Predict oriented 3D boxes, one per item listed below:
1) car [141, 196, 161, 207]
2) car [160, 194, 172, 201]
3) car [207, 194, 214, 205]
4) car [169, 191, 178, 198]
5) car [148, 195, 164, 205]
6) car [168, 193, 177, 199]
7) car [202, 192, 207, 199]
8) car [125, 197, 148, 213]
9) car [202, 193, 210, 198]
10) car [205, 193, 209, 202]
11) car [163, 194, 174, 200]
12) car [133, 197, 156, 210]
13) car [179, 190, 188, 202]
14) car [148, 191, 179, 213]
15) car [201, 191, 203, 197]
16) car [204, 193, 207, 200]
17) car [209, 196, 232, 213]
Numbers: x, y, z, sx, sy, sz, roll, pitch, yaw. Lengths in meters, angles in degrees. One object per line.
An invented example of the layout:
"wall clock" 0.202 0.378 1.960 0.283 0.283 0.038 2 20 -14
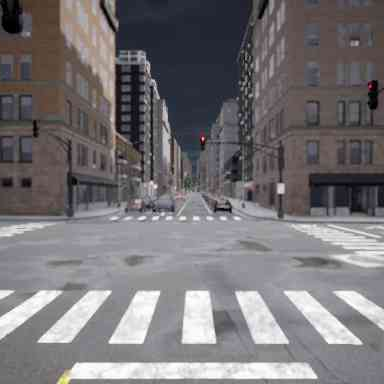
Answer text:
"car" -5.403 1.240 44.195 2.008 1.369 4.403 1 0 1
"car" -5.126 1.056 66.140 1.752 1.417 4.829 1 0 1
"car" 3.053 1.273 38.564 1.887 1.381 4.507 1 0 1
"car" -4.844 0.682 88.423 2.192 1.841 5.009 1 0 1
"car" -5.333 1.195 49.723 1.887 1.381 4.507 1 0 1
"car" -4.916 0.974 82.896 1.947 1.339 4.313 1 0 1
"car" 3.331 1.136 60.685 1.947 1.339 4.313 1 0 1
"car" -5.542 1.350 33.137 1.802 1.307 4.206 1 0 1
"car" 3.678 0.948 88.336 1.802 1.307 4.206 1 0 1
"car" 3.122 1.240 44.094 2.008 1.369 4.403 1 0 1
"car" -5.055 1.055 71.838 1.947 1.339 4.313 1 0 1
"car" -5.472 1.295 38.666 1.947 1.339 4.313 1 0 1
"car" -2.308 0.898 63.669 2.097 1.767 4.553 0 0 1
"car" -2.695 1.083 32.830 2.097 1.767 4.553 0 0 1
"car" 3.470 1.040 71.745 2.008 1.369 4.403 1 0 1
"car" 3.192 1.194 49.624 1.887 1.381 4.507 1 0 1
"car" 2.983 1.334 33.034 1.947 1.339 4.313 1 0 1
